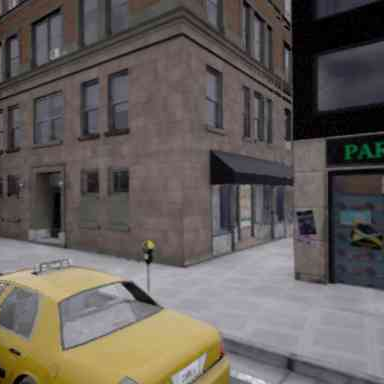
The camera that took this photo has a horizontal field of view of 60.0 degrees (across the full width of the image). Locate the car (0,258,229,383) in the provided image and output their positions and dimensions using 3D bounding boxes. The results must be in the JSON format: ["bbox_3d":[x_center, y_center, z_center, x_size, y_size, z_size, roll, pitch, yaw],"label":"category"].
[{"bbox_3d":[-1.906,1.526,4.215,4.829,1.417,1.752,0,-1,35],"label":"car"}]
